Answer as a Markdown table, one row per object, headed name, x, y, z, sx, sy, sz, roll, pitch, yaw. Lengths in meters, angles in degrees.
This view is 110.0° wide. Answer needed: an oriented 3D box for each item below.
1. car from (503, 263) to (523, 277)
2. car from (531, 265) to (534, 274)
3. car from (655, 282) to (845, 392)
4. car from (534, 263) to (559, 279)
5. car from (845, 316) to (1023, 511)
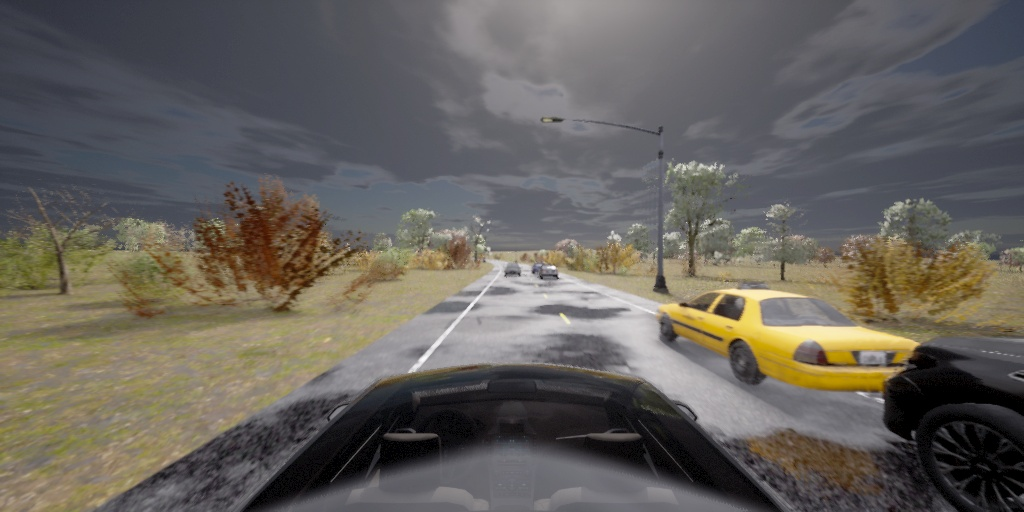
| name | x | y | z | sx | sy | sz | roll | pitch | yaw |
| --- | --- | --- | --- | --- | --- | --- | --- | --- | --- |
| car | 0.092 | 1.543 | 40.345 | 1.837 | 1.490 | 4.892 | 0 | 0 | 0 |
| car | 3.598 | 1.632 | 47.684 | 1.812 | 1.442 | 4.674 | 0 | 0 | 0 |
| car | 4.558 | 1.281 | 7.085 | 1.801 | 1.575 | 5.366 | 0 | 0 | 0 |
| car | 3.685 | 1.588 | 36.975 | 2.033 | 1.411 | 5.357 | 0 | 0 | 1 |
| car | 4.538 | 0.999 | 0.926 | 2.150 | 2.045 | 5.566 | 0 | 0 | 0 |
